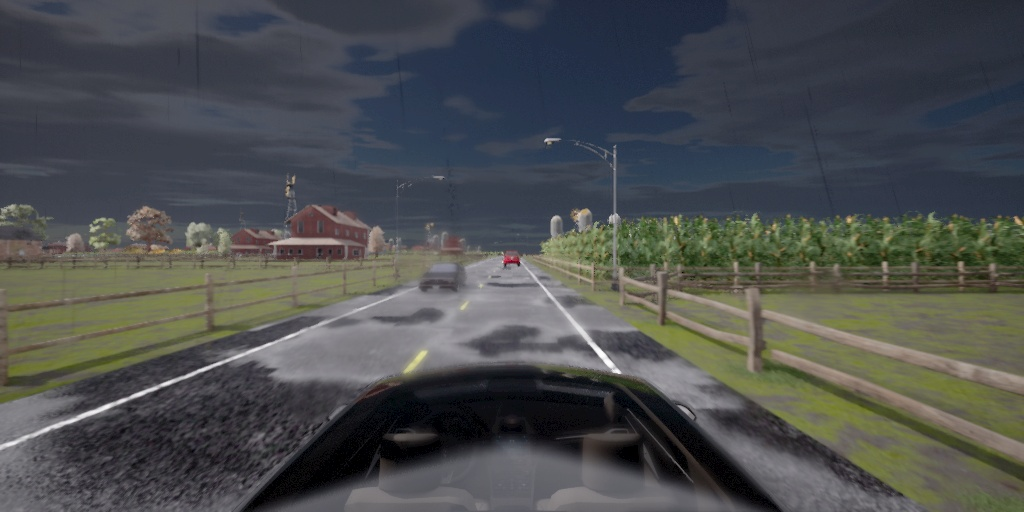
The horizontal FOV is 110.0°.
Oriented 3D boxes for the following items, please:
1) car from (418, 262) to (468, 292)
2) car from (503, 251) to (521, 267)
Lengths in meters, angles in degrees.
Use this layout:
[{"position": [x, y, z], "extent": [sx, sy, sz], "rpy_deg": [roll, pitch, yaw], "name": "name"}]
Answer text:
[{"position": [-3.511, 1.057, 19.255], "extent": [2.033, 1.411, 5.357], "rpy_deg": [0, 1, 0], "name": "car"}, {"position": [-0.013, 0.355, 48.210], "extent": [2.150, 2.045, 5.566], "rpy_deg": [0, 1, 0], "name": "car"}]
